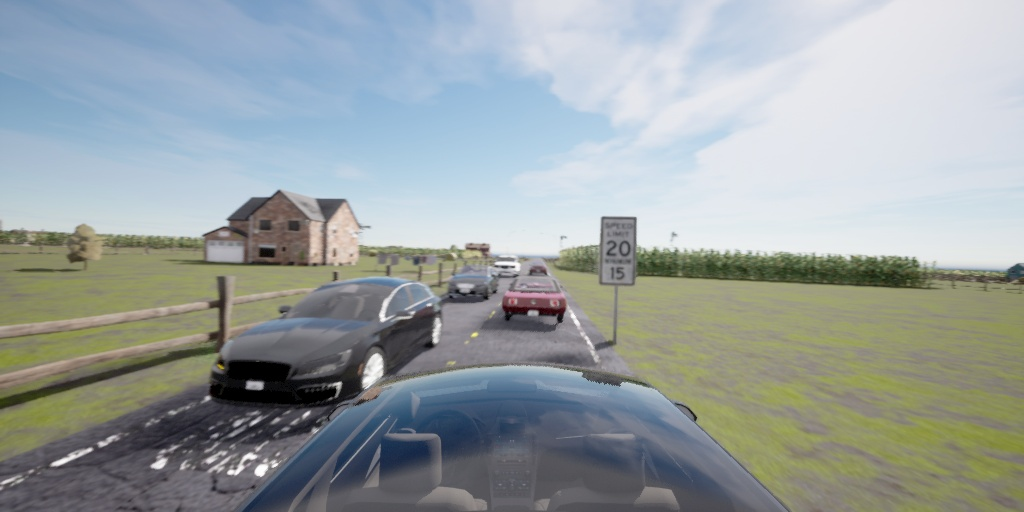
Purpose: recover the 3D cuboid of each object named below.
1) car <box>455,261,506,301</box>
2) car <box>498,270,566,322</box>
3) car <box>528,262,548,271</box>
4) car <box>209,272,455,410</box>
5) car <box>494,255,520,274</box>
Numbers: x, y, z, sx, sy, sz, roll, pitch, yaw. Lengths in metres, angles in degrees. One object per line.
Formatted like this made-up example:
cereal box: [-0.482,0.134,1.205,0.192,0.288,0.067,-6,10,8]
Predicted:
car: [-1.749,1.179,17.301,2.128,1.511,4.902,2,0,5]
car: [0.811,1.368,12.553,1.895,1.301,4.718,2,0,5]
car: [2.846,1.341,38.875,1.812,1.442,4.674,2,0,4]
car: [-2.600,1.174,6.345,1.837,1.490,4.892,2,0,5]
car: [-0.438,0.941,34.063,2.150,2.045,5.566,2,0,5]
